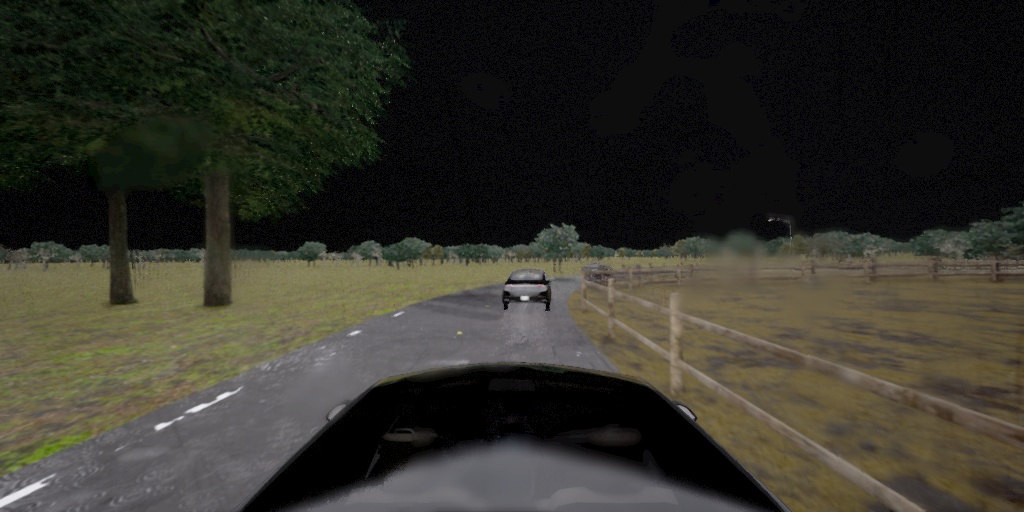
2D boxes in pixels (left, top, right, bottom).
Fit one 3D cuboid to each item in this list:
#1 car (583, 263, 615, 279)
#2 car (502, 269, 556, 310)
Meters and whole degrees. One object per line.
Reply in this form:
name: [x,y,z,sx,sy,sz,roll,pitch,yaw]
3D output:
car: [8.421,1.390,34.643,2.128,1.511,4.902,0,0,34]
car: [0.765,1.293,15.117,2.128,1.511,4.902,0,0,7]
